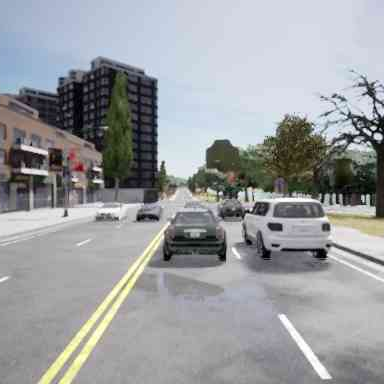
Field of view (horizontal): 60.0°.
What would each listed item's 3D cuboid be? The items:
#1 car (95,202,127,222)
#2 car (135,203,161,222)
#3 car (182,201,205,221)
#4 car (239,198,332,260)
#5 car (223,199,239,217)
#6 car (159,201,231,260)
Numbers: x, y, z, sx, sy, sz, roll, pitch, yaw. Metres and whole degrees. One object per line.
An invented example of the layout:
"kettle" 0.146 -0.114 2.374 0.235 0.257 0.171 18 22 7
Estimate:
"car" -6.587 1.596 27.577 1.812 1.442 4.674 0 0 0
"car" -3.332 1.616 27.305 2.033 1.411 5.357 0 0 0
"car" 0.117 1.581 29.362 1.837 1.490 4.892 0 0 0
"car" 3.353 1.241 12.701 2.150 2.045 5.566 0 0 0
"car" 3.366 1.427 28.965 2.097 1.767 4.553 0 0 0
"car" 0.104 1.372 12.635 2.097 1.767 4.553 0 0 0
